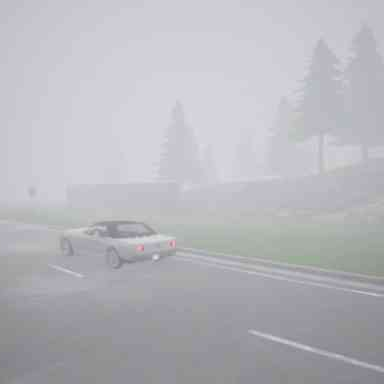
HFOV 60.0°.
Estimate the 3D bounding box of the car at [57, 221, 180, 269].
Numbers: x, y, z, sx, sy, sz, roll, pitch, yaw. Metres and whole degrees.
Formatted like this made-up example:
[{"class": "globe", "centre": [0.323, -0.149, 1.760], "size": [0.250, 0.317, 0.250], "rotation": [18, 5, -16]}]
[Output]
[{"class": "car", "centre": [-2.700, 1.626, 11.321], "size": [4.718, 1.301, 1.895], "rotation": [0, 0, 43]}]
